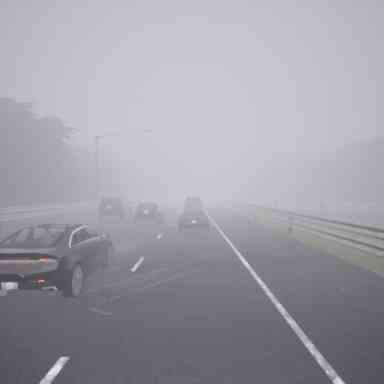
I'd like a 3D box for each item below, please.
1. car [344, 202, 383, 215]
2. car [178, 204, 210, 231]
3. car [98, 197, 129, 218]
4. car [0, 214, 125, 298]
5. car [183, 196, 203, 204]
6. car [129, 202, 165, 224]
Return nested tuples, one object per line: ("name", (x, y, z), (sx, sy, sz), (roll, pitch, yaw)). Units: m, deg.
("car", (20.752, 1.931, 40.188), (1.801, 1.575, 5.366), (0, 0, -19))
("car", (0.107, 1.733, 21.703), (1.994, 1.385, 4.181), (0, 0, 0))
("car", (-6.886, 1.455, 30.182), (2.150, 2.045, 5.566), (0, -1, 0))
("car", (-3.396, 1.556, 8.641), (2.128, 1.511, 4.902), (0, 0, 0))
("car", (0.119, 1.552, 40.631), (2.150, 2.045, 5.566), (0, -1, 0))
("car", (-3.390, 1.564, 26.821), (2.097, 1.767, 4.553), (0, 0, 0))
